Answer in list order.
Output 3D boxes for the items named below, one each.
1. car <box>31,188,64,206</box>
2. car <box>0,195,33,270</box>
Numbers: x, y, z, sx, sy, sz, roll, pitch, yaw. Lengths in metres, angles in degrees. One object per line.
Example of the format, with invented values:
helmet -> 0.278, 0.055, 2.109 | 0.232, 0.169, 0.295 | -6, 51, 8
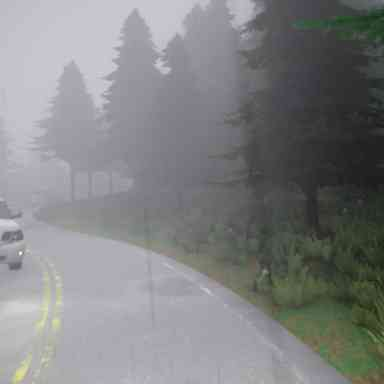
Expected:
car -> -16.769, 0.626, 38.710 | 2.150, 2.045, 5.566 | -3, 2, 1
car -> -6.736, 1.113, 10.250 | 2.150, 2.045, 5.566 | 1, 1, -37
